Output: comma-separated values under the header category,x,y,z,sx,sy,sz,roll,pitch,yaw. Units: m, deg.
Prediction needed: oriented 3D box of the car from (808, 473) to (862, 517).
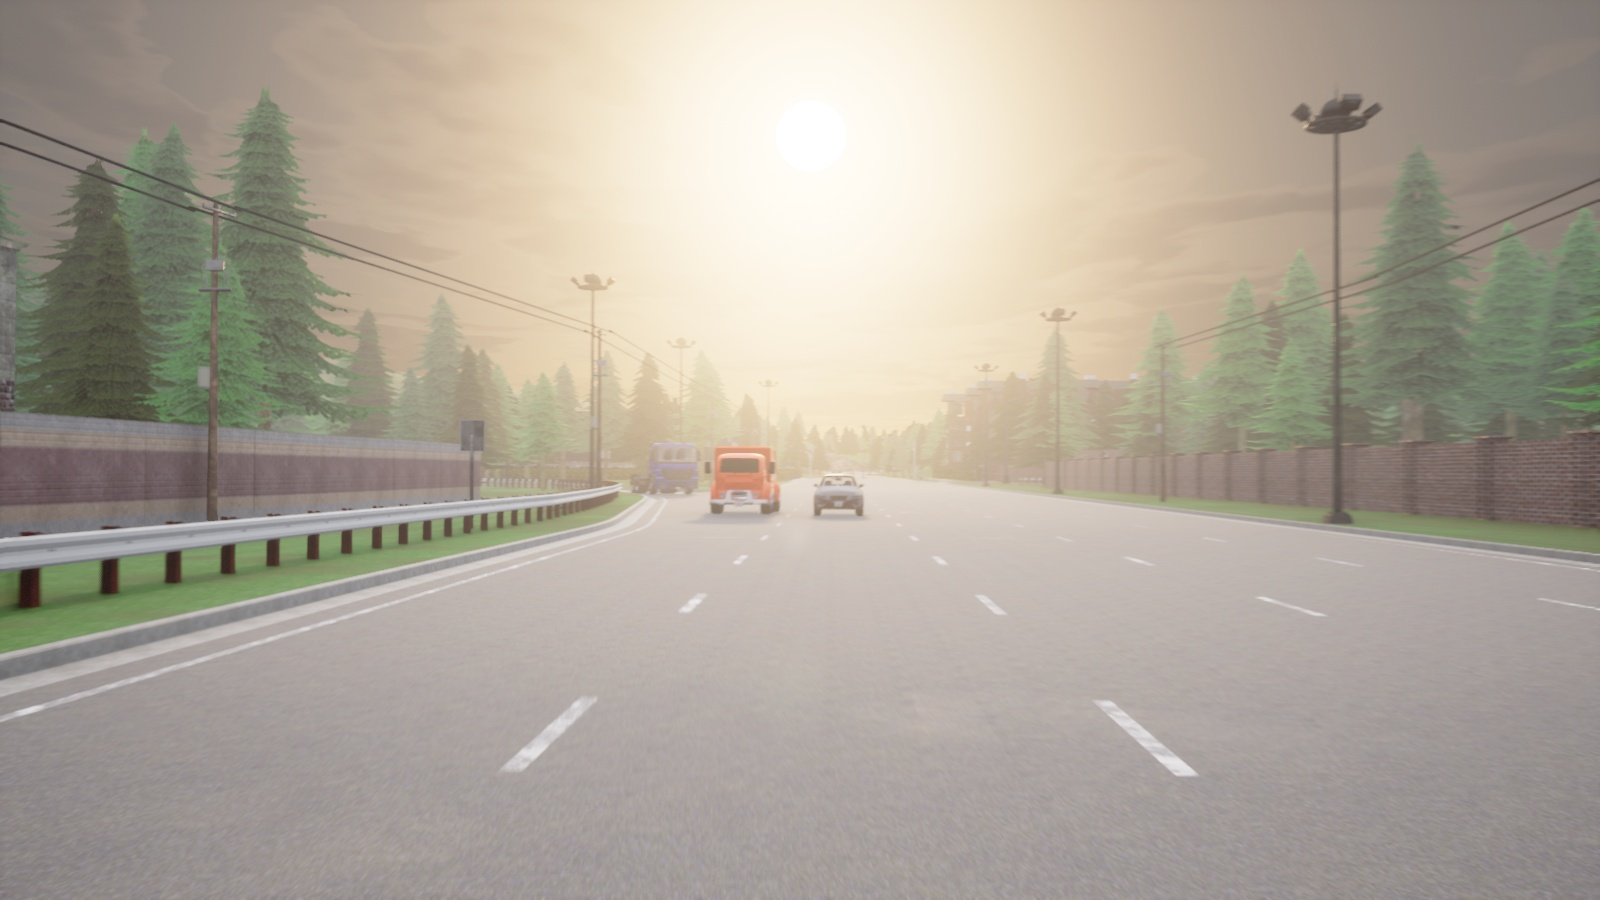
category,x,y,z,sx,sy,sz,roll,pitch,yaw
car,1.251,1.580,45.087,1.816,1.474,4.193,0,-1,2

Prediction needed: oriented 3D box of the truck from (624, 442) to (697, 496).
category,x,y,z,sx,sy,sz,roll,pitch,yaw
truck,-9.426,1.286,84.046,2.891,3.462,7.936,0,-1,-21

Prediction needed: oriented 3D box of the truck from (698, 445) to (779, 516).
category,x,y,z,sx,sy,sz,roll,pitch,yaw
truck,-2.206,1.124,46.839,2.627,2.467,5.204,0,-1,2
